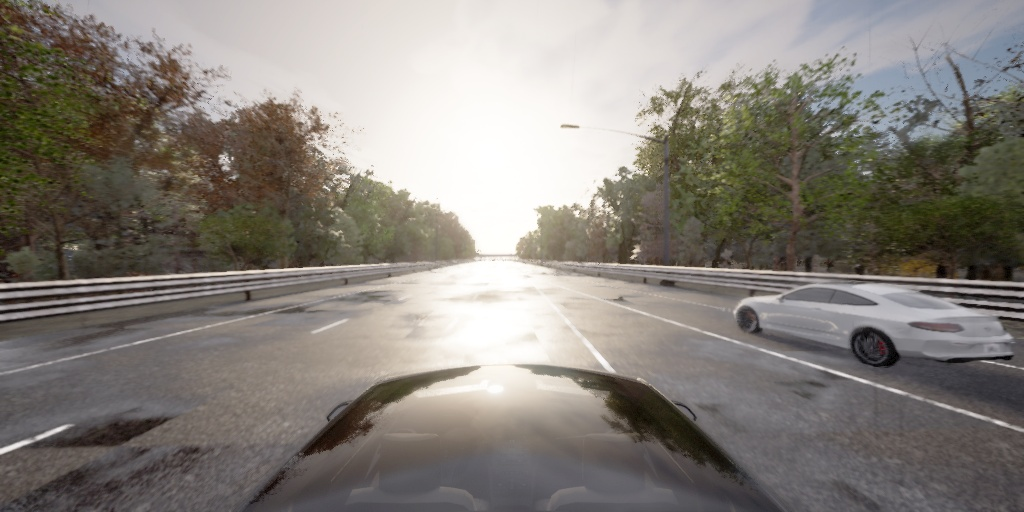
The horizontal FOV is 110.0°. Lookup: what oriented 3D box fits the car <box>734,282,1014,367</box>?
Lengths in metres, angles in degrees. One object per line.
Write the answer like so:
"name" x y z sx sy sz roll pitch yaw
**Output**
"car" 7.238 1.292 7.931 1.812 1.442 4.674 0 0 -8
